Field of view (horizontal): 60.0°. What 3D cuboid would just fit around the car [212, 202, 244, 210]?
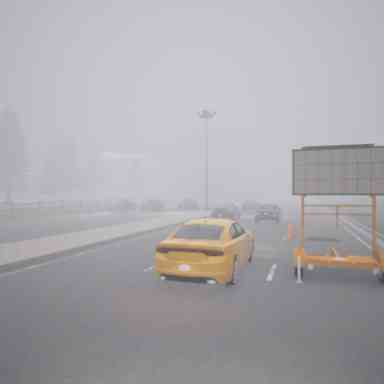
[{"bbox_3d":[2.858,1.637,27.757,1.812,1.442,4.674,0,-1,18],"label":"car"}]

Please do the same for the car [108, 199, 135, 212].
[{"bbox_3d":[-8.621,1.680,41.628,2.128,1.511,4.902,0,0,18],"label":"car"}]

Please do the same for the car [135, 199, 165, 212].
[{"bbox_3d":[-4.919,1.687,41.706,1.837,1.490,4.892,0,0,18],"label":"car"}]

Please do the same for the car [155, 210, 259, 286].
[{"bbox_3d":[0.611,1.517,9.697,1.882,1.535,5.008,0,0,18],"label":"car"}]

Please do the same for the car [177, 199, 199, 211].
[{"bbox_3d":[-0.449,1.676,44.216,2.128,1.511,4.902,0,0,17],"label":"car"}]

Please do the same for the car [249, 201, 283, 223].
[{"bbox_3d":[6.185,1.648,26.667,2.033,1.411,5.357,0,0,18],"label":"car"}]

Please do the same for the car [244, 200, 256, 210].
[{"bbox_3d":[7.316,1.707,41.588,2.033,1.411,5.357,0,0,17],"label":"car"}]

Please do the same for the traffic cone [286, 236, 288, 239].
[{"bbox_3d":[4.839,2.015,16.446,0.340,0.580,0.340,0,0,18],"label":"traffic cone"}]

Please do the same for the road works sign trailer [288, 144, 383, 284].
[{"bbox_3d":[4.066,0.496,9.337,2.380,3.560,2.880,0,0,18],"label":"road works sign trailer"}]
